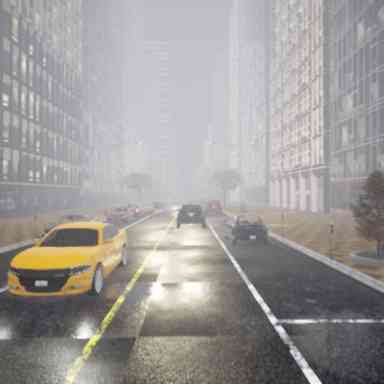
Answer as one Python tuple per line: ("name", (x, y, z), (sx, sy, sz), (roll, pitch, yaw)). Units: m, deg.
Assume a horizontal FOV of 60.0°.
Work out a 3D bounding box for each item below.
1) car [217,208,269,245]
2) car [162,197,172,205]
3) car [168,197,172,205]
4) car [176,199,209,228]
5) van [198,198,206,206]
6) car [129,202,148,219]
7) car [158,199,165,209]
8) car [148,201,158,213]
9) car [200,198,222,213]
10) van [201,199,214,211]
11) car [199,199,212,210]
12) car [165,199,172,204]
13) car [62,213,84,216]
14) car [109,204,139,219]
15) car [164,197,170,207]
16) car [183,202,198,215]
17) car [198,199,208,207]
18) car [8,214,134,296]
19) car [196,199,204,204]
("car", (2.580, 1.734, 16.398), (2.008, 1.369, 4.403), (-1, -1, 0))
("car", (-6.272, 2.284, 84.541), (2.192, 1.841, 5.009), (-1, -1, 0))
("car", (-6.231, 2.346, 78.857), (1.967, 1.590, 4.097), (-1, -1, 0))
("car", (-0.068, 1.638, 25.071), (2.097, 1.767, 4.553), (0, -1, 0))
("van", (2.186, 2.167, 73.232), (1.690, 1.788, 3.998), (-1, -1, 0))
("car", (-5.919, 1.834, 33.391), (1.967, 1.590, 4.097), (-1, -1, 0))
("car", (-6.074, 2.217, 56.123), (1.947, 1.339, 4.313), (-1, -1, 0))
("car", (-5.995, 2.046, 44.587), (1.752, 1.417, 4.829), (-1, -1, 0))
("car", (2.420, 1.757, 39.134), (2.192, 1.841, 5.009), (-1, -1, 0))
("van", (2.343, 1.911, 50.500), (1.690, 1.788, 3.998), (-1, -1, 0))
("car", (2.305, 2.074, 56.182), (1.967, 1.590, 4.097), (-1, -1, 0))
("car", (-6.309, 2.614, 90.221), (1.802, 1.307, 4.206), (-1, -1, 0))
("car", (-5.801, 1.751, 16.340), (2.008, 1.369, 4.403), (-1, -1, 0))
("car", (-5.879, 1.911, 27.706), (1.802, 1.307, 4.206), (-1, -1, 0))
("car", (-6.152, 2.329, 67.489), (2.008, 1.369, 4.403), (-1, -1, 0))
("car", (-0.179, 1.980, 41.730), (1.837, 1.490, 4.892), (0, -1, 0))
("car", (2.226, 2.202, 67.548), (1.967, 1.590, 4.097), (-1, -1, 0))
("car", (-3.055, 1.590, 9.176), (1.882, 1.535, 5.008), (0, -1, -1))
("car", (2.072, 2.566, 90.280), (2.008, 1.369, 4.403), (-1, -1, 0))
